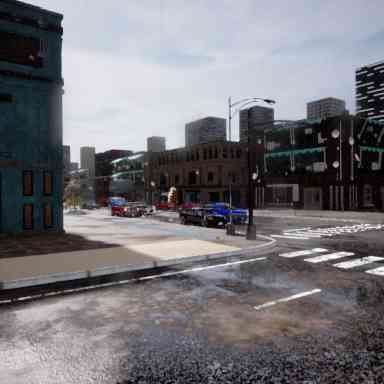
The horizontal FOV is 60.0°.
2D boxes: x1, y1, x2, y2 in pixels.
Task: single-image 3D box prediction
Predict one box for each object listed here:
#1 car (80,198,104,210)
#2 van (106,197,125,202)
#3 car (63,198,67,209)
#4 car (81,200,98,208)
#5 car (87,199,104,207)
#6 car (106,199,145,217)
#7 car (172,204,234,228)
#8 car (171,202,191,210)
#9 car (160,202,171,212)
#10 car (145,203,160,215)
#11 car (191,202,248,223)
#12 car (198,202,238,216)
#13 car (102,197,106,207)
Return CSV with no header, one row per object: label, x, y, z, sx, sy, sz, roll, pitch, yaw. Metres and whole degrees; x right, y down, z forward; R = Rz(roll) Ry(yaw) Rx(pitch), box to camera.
car,-16.639,2.215,53.838,2.033,1.411,5.357,-1,0,-35
van,-13.241,1.907,58.857,1.690,1.788,3.998,-1,0,-35
car,-23.174,2.232,58.374,1.752,1.417,4.829,-1,0,-35
car,-19.500,2.194,63.230,1.812,1.442,4.674,-1,0,-35
car,-19.650,2.227,67.880,1.887,1.381,4.507,-1,0,-35
car,-7.243,1.846,35.953,1.967,1.590,4.097,-1,0,-35
car,0.700,1.814,24.573,1.947,1.339,4.313,-1,0,-35
car,-0.410,1.904,40.811,1.802,1.307,4.206,-2,0,-35
car,-3.615,1.966,45.322,1.802,1.307,4.206,-2,0,-35
car,-6.249,1.893,39.054,2.128,1.511,4.902,-1,0,-35
car,2.349,1.710,26.945,1.882,1.535,5.008,-1,0,-35
car,2.796,1.809,36.298,2.008,1.369,4.403,-2,0,-35
car,-16.449,1.940,63.368,2.192,1.841,5.009,-1,0,-35
